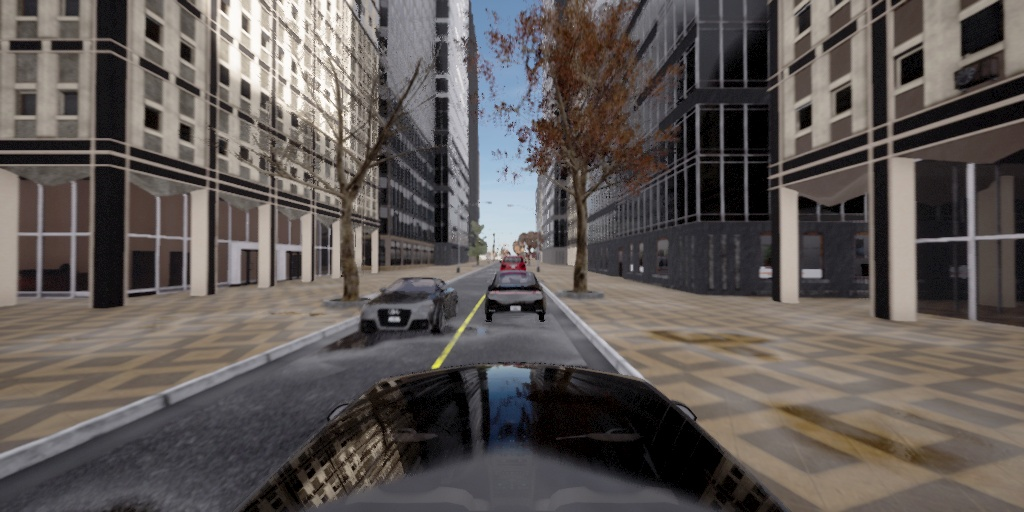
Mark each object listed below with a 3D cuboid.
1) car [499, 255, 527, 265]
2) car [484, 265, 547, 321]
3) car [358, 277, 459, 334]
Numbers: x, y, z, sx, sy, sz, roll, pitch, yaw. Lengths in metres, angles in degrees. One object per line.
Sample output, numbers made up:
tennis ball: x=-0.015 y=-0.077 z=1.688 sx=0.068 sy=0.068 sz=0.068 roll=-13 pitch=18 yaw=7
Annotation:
car: x=0.103 y=0.964 z=30.850 sx=2.150 sy=2.045 sz=5.566 roll=0 pitch=0 yaw=0
car: x=0.101 y=1.239 z=12.373 sx=2.128 sy=1.511 sz=4.902 roll=0 pitch=0 yaw=0
car: x=-2.775 y=1.312 z=10.503 sx=1.994 sy=1.385 sz=4.181 roll=0 pitch=0 yaw=1
